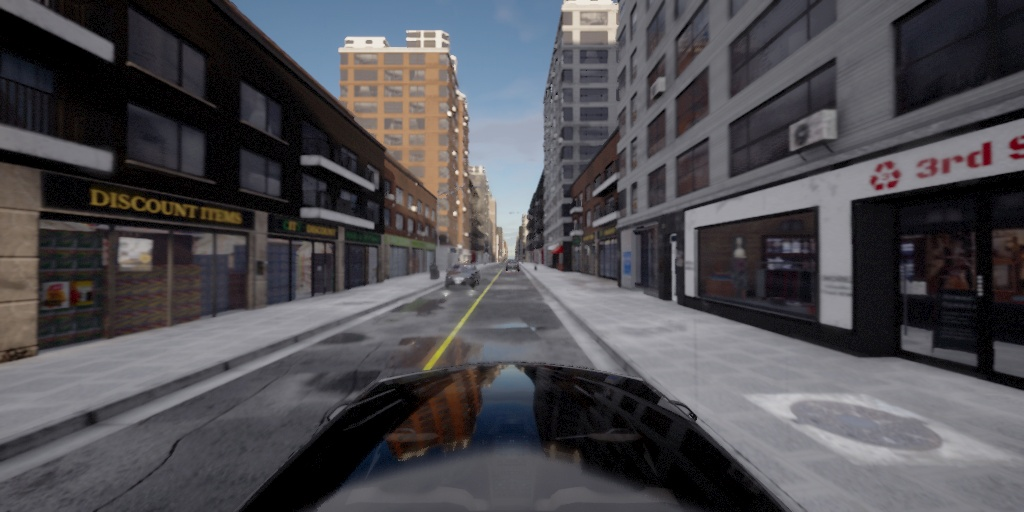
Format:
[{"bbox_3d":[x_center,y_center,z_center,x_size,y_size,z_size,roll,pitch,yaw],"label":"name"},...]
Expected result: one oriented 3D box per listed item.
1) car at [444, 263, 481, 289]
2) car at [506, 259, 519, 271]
[{"bbox_3d":[-3.101,1.246,23.151,2.128,1.511,4.902,0,0,0],"label":"car"},{"bbox_3d":[0.086,1.283,50.209,2.128,1.511,4.902,0,0,0],"label":"car"}]
